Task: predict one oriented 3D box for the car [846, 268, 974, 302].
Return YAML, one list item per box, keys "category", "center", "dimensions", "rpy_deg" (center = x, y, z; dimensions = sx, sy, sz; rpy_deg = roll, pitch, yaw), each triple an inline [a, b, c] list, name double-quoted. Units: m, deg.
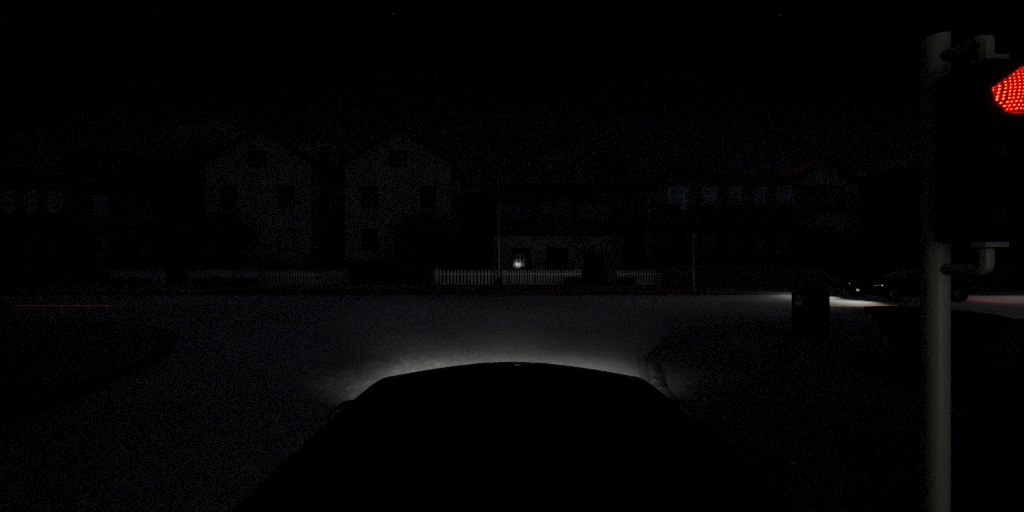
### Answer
- category: "car"
  center: [18.190, 1.276, 16.455]
  dimensions: [4.674, 1.442, 1.812]
  rpy_deg: [0, 0, 0]
